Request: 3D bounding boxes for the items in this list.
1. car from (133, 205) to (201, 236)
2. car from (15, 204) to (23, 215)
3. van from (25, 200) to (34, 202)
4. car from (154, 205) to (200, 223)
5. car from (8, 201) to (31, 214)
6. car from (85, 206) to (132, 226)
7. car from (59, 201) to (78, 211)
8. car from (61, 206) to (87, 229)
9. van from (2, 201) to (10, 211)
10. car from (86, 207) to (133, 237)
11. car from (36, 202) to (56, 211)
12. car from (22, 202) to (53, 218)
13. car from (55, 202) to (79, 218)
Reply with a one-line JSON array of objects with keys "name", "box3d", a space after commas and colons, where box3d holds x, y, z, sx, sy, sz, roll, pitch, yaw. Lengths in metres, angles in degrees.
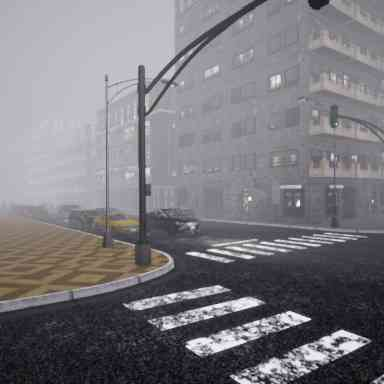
[{"name": "car", "box3d": [-1.416, 1.775, 20.649, 2.128, 1.511, 4.902, -1, -1, -36]}, {"name": "car", "box3d": [-21.584, 2.392, 43.709, 1.802, 1.307, 4.206, -2, 0, -36]}, {"name": "van", "box3d": [-41.621, 2.832, 85.123, 1.690, 1.788, 3.998, -2, 0, -36]}, {"name": "car", "box3d": [-1.443, 1.915, 30.447, 2.008, 1.369, 4.403, -2, 0, -36]}, {"name": "car", "box3d": [-24.933, 2.449, 48.265, 1.887, 1.381, 4.507, -2, 0, -36]}, {"name": "car", "box3d": [-7.274, 1.994, 28.622, 2.033, 1.411, 5.357, -1, -1, -37]}, {"name": "car", "box3d": [-21.532, 2.367, 57.785, 1.967, 1.590, 4.097, -2, 0, -36]}, {"name": "car", "box3d": [-8.194, 2.002, 25.484, 1.947, 1.339, 4.313, -2, 0, -36]}, {"name": "van", "box3d": [-31.634, 2.433, 57.378, 1.690, 1.788, 3.998, -2, 0, -36]}, {"name": "car", "box3d": [-4.747, 1.865, 20.792, 1.752, 1.417, 4.829, -2, 0, -36]}, {"name": "car", "box3d": [-26.438, 2.519, 60.122, 2.128, 1.511, 4.902, -1, -1, -37]}, {"name": "car", "box3d": [-18.237, 2.262, 39.153, 1.887, 1.381, 4.507, -2, 0, -36]}, {"name": "car", "box3d": [-13.230, 2.118, 36.751, 1.837, 1.490, 4.892, -1, -1, -36]}]
